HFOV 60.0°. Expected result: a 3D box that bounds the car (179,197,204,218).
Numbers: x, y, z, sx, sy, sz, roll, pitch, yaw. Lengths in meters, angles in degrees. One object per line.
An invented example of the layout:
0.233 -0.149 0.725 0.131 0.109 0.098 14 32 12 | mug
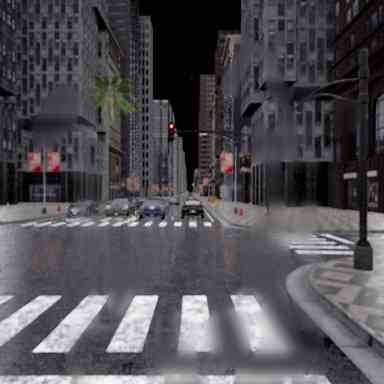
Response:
0.071 1.475 30.335 1.882 1.535 5.008 0 0 0 | car

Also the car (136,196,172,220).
-3.178 1.346 28.527 2.097 1.767 4.553 0 0 0 | car

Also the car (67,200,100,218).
-9.877 1.490 30.506 2.128 1.511 4.902 0 0 0 | car

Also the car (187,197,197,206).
-0.007 1.671 60.448 1.812 1.442 4.674 0 0 0 | car

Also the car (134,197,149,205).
-9.811 1.733 65.085 2.033 1.411 5.357 0 0 0 | car

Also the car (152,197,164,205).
-6.566 1.745 64.719 1.994 1.385 4.181 0 -1 0 | car

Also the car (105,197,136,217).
-6.628 1.351 31.257 2.097 1.767 4.553 0 0 0 | car

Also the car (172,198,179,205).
-3.308 1.706 60.059 1.994 1.385 4.181 0 0 0 | car

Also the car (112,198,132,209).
-9.884 1.624 47.431 1.994 1.385 4.181 0 0 0 | car

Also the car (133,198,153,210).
-6.638 1.597 45.713 2.033 1.411 5.357 0 0 0 | car
